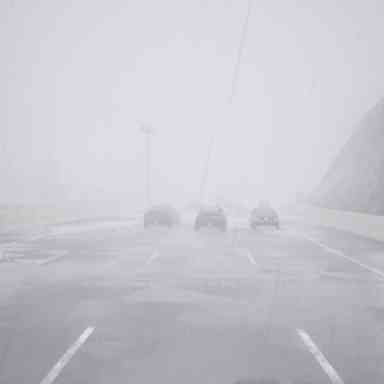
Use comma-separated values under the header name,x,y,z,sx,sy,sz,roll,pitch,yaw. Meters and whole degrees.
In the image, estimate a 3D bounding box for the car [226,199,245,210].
name,x,y,z,sx,sy,sz,roll,pitch,yaw
car,7.099,2.072,51.614,1.895,1.301,4.718,0,-1,17

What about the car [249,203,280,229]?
name,x,y,z,sx,sy,sz,roll,pitch,yaw
car,5.032,1.770,23.428,2.033,1.411,5.357,0,-1,8

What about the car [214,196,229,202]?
name,x,y,z,sx,sy,sz,roll,pitch,yaw
car,5.248,1.730,56.702,2.150,2.045,5.566,0,0,17

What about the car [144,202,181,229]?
name,x,y,z,sx,sy,sz,roll,pitch,yaw
car,-1.980,1.683,23.136,2.128,1.511,4.902,0,0,7

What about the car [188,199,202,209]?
name,x,y,z,sx,sy,sz,roll,pitch,yaw
car,0.765,1.941,53.796,1.882,1.535,5.008,0,0,16

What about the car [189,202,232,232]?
name,x,y,z,sx,sy,sz,roll,pitch,yaw
car,1.343,1.685,21.840,2.128,1.511,4.902,0,0,7

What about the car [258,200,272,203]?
name,x,y,z,sx,sy,sz,roll,pitch,yaw
car,11.764,2.018,53.954,1.837,1.490,4.892,0,0,17

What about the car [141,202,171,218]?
name,x,y,z,sx,sy,sz,roll,pitch,yaw
car,-3.695,1.809,34.870,1.812,1.442,4.674,0,0,10
